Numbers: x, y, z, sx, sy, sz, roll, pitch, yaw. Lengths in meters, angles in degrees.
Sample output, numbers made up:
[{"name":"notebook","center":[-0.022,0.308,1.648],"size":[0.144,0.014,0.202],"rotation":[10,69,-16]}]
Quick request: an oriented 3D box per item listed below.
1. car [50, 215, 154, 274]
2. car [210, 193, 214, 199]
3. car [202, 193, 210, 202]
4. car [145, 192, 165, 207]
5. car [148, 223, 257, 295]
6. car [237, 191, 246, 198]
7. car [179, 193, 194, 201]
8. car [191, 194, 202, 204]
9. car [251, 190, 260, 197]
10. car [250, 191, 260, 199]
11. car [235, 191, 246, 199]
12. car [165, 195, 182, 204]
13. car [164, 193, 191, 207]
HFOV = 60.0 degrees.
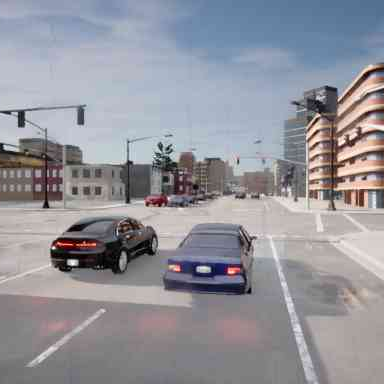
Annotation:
[{"name":"car","center":[-2.513,1.505,10.645],"size":[1.837,1.490,4.892],"rotation":[0,0,11]},{"name":"car","center":[3.786,0.862,76.232],"size":[1.882,1.535,5.008],"rotation":[0,1,11]},{"name":"car","center":[1.747,1.119,65.991],"size":[2.033,1.411,5.357],"rotation":[0,1,12]},{"name":"car","center":[-5.169,1.080,49.305],"size":[2.150,2.045,5.566],"rotation":[0,1,11]},{"name":"car","center":[0.705,1.547,8.902],"size":[2.033,1.411,5.357],"rotation":[0,0,11]},{"name":"car","center":[12.964,0.552,86.667],"size":[2.097,1.767,4.553],"rotation":[0,1,11]},{"name":"car","center":[-1.152,1.073,69.237],"size":[2.033,1.411,5.357],"rotation":[0,1,11]},{"name":"car","center":[-0.204,1.235,56.341],"size":[2.128,1.511,4.902],"rotation":[0,1,11]},{"name":"car","center":[16.320,0.464,85.594],"size":[2.097,1.767,4.553],"rotation":[0,1,11]},{"name":"car","center":[14.320,0.881,75.389],"size":[2.128,1.511,4.902],"rotation":[0,1,11]},{"name":"car","center":[11.072,0.902,77.014],"size":[1.994,1.385,4.181],"rotation":[0,1,11]},{"name":"car","center":[-3.270,1.238,58.863],"size":[1.812,1.442,4.674],"rotation":[0,1,12]},{"name":"car","center":[-1.961,1.223,47.430],"size":[2.097,1.767,4.553],"rotation":[0,1,11]}]
